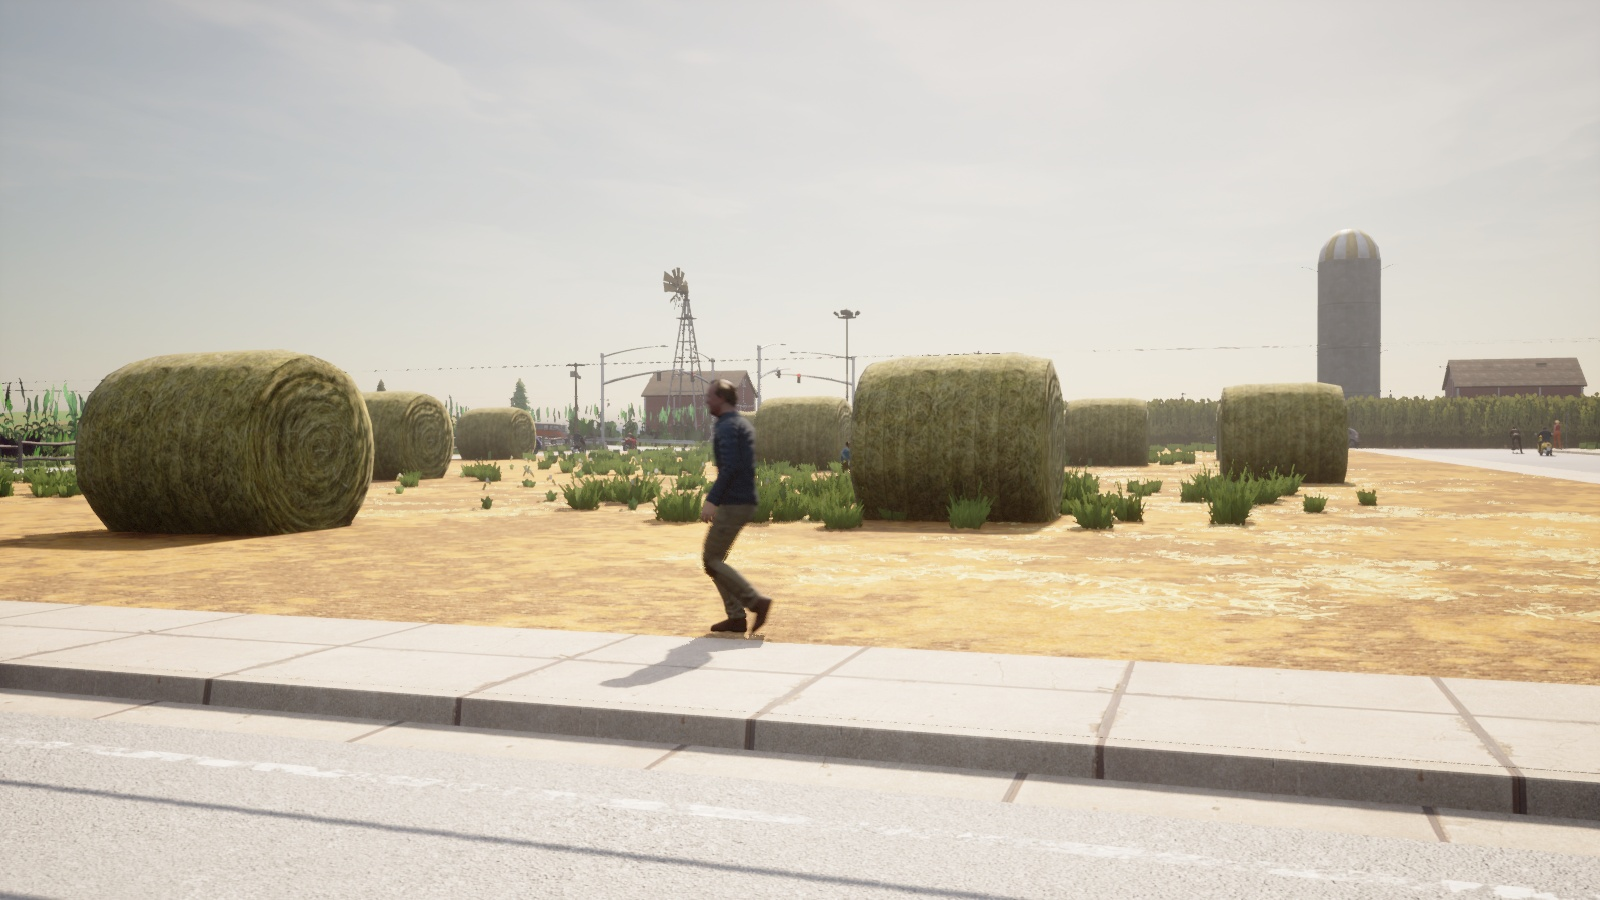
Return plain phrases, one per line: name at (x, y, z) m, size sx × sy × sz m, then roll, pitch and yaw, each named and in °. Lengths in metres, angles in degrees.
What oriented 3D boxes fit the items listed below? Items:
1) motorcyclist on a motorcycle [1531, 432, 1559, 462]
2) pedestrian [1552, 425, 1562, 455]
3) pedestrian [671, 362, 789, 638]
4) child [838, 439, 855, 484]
motorcyclist on a motorcycle at (39.914, -0.175, 67.309) m, size 0.866 × 1.590 × 1.817 m, roll 1°, pitch 1°, yaw 18°
pedestrian at (47.536, -0.622, 78.856) m, size 0.345 × 1.836 × 0.594 m, roll 0°, pitch 1°, yaw 10°
pedestrian at (-0.476, 0.329, 8.634) m, size 0.726 × 1.842 × 0.402 m, roll 0°, pitch 1°, yaw 11°
child at (1.240, 0.301, 33.450) m, size 0.448 × 1.192 × 0.343 m, roll 0°, pitch 1°, yaw 5°
